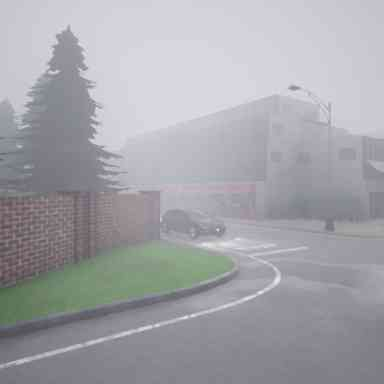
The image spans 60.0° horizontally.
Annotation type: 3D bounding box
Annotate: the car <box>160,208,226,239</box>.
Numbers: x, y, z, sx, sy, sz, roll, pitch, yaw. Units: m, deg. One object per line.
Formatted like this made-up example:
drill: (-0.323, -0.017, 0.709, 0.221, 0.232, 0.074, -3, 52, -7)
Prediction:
car: (-0.073, 1.674, 18.779, 1.837, 1.490, 4.892, 0, 0, -35)

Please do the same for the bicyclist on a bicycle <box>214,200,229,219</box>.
bicyclist on a bicycle: (2.517, 1.466, 28.198, 1.656, 1.620, 0.582, 0, 0, -35)
